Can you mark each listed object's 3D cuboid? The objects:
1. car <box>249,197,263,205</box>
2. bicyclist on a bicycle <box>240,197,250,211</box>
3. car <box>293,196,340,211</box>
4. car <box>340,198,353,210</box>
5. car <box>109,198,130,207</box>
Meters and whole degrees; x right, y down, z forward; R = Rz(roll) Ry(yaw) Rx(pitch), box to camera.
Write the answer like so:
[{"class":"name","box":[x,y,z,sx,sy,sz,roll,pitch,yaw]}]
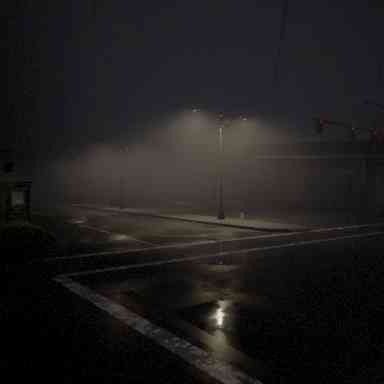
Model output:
[{"class":"car","box":[12.005,1.564,61.129,1.994,1.385,4.181,0,0,29]},{"class":"bicyclist on a bicycle","box":[6.271,1.430,39.743,1.656,1.620,0.582,-6,-7,-37]},{"class":"car","box":[13.850,1.295,38.107,2.242,1.667,4.611,0,0,-35]},{"class":"car","box":[18.112,1.456,42.034,1.970,1.475,3.806,0,0,-35]},{"class":"car","box":[-11.145,1.564,50.702,1.994,1.385,4.181,0,0,-35]}]
